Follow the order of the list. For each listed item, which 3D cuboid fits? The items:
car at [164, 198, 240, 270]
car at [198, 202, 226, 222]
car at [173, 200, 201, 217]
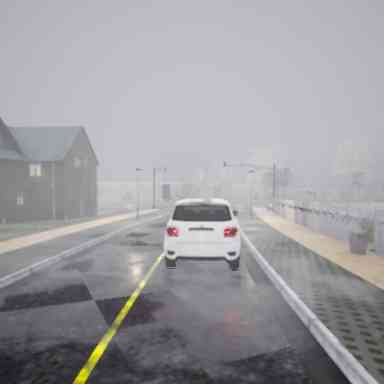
[{"bbox_3d":[0.409,1.227,11.317,2.150,2.045,5.566,0,0,4],"label":"car"},{"bbox_3d":[1.734,1.604,27.454,1.994,1.385,4.181,0,0,7],"label":"car"},{"bbox_3d":[-0.424,1.586,33.428,2.033,1.411,5.357,0,0,8],"label":"car"}]
